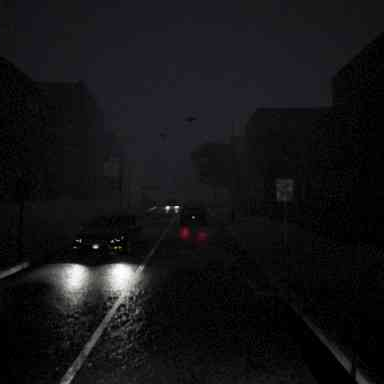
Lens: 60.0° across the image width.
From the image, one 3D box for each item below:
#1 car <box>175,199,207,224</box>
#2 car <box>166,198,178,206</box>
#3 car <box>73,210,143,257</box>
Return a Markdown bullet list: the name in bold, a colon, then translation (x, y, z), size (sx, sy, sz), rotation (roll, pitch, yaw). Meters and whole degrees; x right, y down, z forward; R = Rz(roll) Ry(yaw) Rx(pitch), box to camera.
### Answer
- **car**: translation (0.096, 1.520, 24.960), size (2.128, 1.511, 4.902), rotation (0, 0, 0)
- **car**: translation (-3.215, 1.580, 54.958), size (1.895, 1.301, 4.718), rotation (0, 0, 0)
- **car**: translation (-3.106, 1.519, 13.142), size (1.837, 1.490, 4.892), rotation (0, 0, 0)
